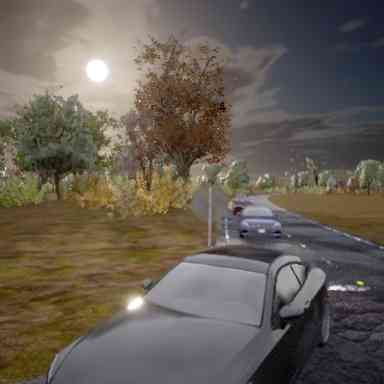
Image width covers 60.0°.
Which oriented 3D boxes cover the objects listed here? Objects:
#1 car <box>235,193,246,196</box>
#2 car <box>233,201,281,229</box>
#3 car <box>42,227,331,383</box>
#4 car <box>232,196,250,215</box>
[{"bbox_3d":[6.635,0.968,45.502,2.097,1.767,4.553,1,1,9],"label":"car"},{"bbox_3d":[3.195,1.395,16.546,1.812,1.442,4.674,1,0,5],"label":"car"},{"bbox_3d":[0.489,1.493,4.153,1.812,1.442,4.674,1,1,32],"label":"car"},{"bbox_3d":[4.539,1.352,29.858,1.895,1.301,4.718,1,1,7],"label":"car"}]
